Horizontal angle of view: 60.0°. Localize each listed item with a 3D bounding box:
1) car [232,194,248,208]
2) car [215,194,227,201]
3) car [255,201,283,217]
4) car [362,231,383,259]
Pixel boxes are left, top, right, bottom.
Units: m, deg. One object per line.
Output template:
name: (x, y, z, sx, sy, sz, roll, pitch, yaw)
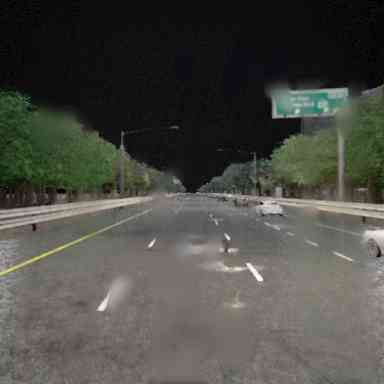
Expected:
car: (7.071, 1.471, 48.812, 2.128, 1.511, 4.902, 0, 0, 0)
car: (7.125, 1.472, 78.929, 1.837, 1.490, 4.892, 0, 0, 0)
car: (7.037, 1.521, 30.631, 1.812, 1.442, 4.674, 0, 0, 0)
car: (7.004, 1.600, 9.739, 1.895, 1.301, 4.718, 0, 0, 0)
